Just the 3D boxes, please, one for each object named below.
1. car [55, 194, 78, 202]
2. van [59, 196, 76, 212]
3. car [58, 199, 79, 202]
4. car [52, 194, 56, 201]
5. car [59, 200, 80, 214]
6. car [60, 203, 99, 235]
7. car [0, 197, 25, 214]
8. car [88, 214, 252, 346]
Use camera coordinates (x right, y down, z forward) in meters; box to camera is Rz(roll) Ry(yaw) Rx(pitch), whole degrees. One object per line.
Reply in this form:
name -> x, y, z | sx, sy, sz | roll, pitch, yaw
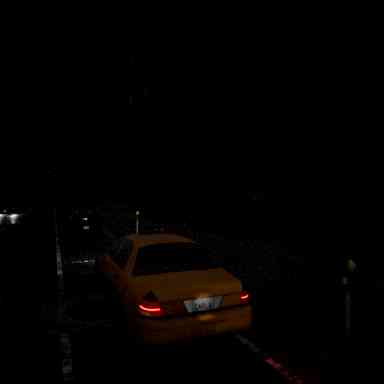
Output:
car -> -12.514, 1.312, 33.967 | 2.192, 1.841, 5.009 | 0, 0, -23
van -> -14.640, 1.338, 39.064 | 1.690, 1.788, 3.998 | 0, 0, -23
car -> -10.387, 1.564, 28.868 | 1.947, 1.339, 4.313 | 0, 0, -23
car -> -31.802, 1.460, 79.461 | 1.967, 1.590, 4.097 | 0, 0, -24
car -> -8.260, 1.549, 23.771 | 2.008, 1.369, 4.403 | 0, 0, -23
car -> -6.134, 1.549, 18.673 | 2.008, 1.369, 4.403 | 0, 0, -23
car -> -19.673, 1.544, 35.788 | 2.033, 1.411, 5.357 | 0, 0, -22
car -> -0.841, 1.456, 6.743 | 1.801, 1.575, 5.366 | 0, 0, -23
